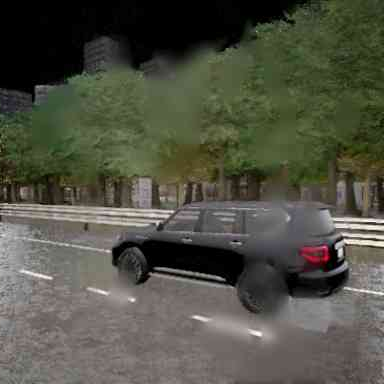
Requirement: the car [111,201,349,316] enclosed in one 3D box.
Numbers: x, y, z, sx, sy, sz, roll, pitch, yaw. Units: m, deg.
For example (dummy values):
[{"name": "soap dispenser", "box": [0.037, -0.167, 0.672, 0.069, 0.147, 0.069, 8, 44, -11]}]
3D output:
[{"name": "car", "box": [0.581, 1.222, 7.757, 5.566, 2.045, 2.150, 0, 0, 36]}]
